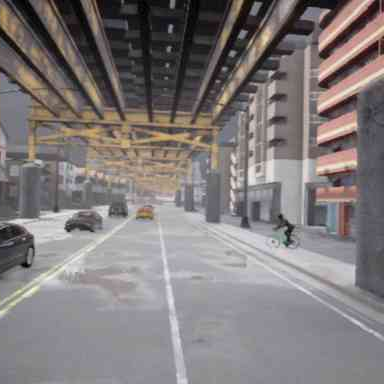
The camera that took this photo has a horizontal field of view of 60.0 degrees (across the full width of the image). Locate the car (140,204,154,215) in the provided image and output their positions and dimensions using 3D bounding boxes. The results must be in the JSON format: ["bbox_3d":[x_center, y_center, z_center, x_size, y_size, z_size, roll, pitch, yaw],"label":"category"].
[{"bbox_3d":[-6.873,2.695,51.109,1.837,1.490,4.892,2,-1,-6],"label":"car"}]

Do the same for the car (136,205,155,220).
[{"bbox_3d":[-5.627,2.468,39.884,1.882,1.535,5.008,2,-1,-5],"label":"car"}]

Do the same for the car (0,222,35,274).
[{"bbox_3d":[-6.001,1.637,9.369,1.837,1.490,4.892,2,-2,-6],"label":"car"}]

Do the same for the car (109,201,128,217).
[{"bbox_3d":[-9.603,2.224,43.664,2.150,2.045,5.566,2,-1,-6],"label":"car"}]

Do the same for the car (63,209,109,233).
[{"bbox_3d":[-7.556,2.065,23.749,2.033,1.411,5.357,2,-2,-6],"label":"car"}]

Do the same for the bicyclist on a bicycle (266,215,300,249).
[{"bbox_3d":[4.350,1.910,15.843,1.656,1.620,0.582,2,-2,-6],"label":"bicyclist on a bicycle"}]
